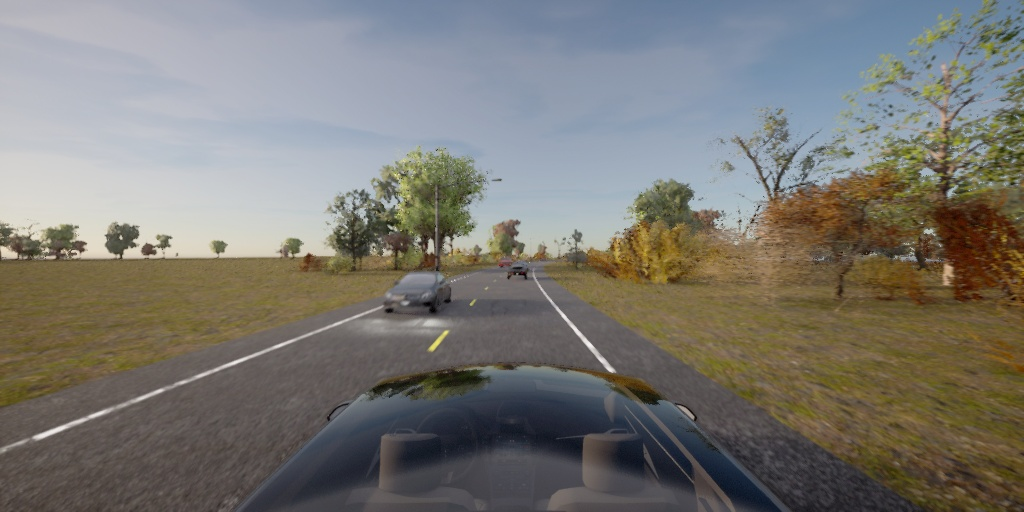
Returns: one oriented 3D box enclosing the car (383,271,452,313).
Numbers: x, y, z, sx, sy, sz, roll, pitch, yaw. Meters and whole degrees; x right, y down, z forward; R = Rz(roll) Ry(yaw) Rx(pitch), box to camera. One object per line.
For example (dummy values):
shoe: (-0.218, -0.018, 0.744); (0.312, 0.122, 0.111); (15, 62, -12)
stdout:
car: (-3.563, 1.328, 14.332); (1.812, 1.442, 4.674); (0, 0, 0)

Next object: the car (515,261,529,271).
car: (1.470, 1.439, 52.399); (1.812, 1.442, 4.674); (0, 0, 4)

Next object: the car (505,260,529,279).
car: (0.564, 1.372, 34.539); (1.837, 1.490, 4.892); (0, 0, 2)
